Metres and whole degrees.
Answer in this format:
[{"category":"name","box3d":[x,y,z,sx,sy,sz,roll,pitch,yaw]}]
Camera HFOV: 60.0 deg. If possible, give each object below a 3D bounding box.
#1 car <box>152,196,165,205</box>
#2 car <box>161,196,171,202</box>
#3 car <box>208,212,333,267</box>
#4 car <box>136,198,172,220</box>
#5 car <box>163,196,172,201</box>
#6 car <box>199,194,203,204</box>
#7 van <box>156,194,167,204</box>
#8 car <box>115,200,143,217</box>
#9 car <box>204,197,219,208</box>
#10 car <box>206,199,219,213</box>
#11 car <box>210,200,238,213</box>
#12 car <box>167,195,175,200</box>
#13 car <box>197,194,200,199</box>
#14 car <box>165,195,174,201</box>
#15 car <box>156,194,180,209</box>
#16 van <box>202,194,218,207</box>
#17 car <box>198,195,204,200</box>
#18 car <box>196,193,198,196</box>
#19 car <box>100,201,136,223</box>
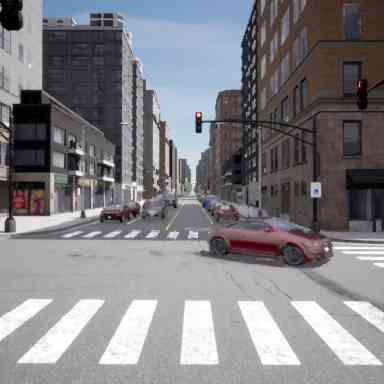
[{"category":"car","box3d":[-5.946,1.461,60.010,1.967,1.590,4.097,1,0,0]},{"category":"car","box3d":[-5.975,1.582,77.029,2.008,1.369,4.403,1,0,0]},{"category":"car","box3d":[2.630,1.599,11.627,4.181,1.385,1.994,0,0,38]},{"category":"car","box3d":[-3.144,1.499,28.539,2.128,1.511,4.902,0,0,0]},{"category":"car","box3d":[-5.985,1.600,82.702,1.947,1.339,4.313,1,0,0]},{"category":"car","box3d":[2.599,1.329,48.672,2.192,1.841,5.009,1,0,0]},{"category":"van","box3d":[-5.955,1.365,65.683,1.690,1.788,3.998,1,0,0]},{"category":"car","box3d":[-5.901,1.552,31.646,1.887,1.381,4.507,1,0,0]},{"category":"car","box3d":[2.615,1.591,37.325,1.802,1.307,4.206,1,0,0]},{"category":"car","box3d":[2.624,1.589,31.651,1.802,1.307,4.206,1,0,0]},{"category":"car","box3d":[2.634,1.588,25.978,1.802,1.307,4.206,1,0,0]},{"category":"car","box3d":[-6.003,1.585,94.048,1.887,1.381,4.507,1,0,0]},{"category":"car","box3d":[2.559,1.593,71.365,1.947,1.339,4.313,1,0,0]},{"category":"car","box3d":[-5.994,1.603,88.375,1.947,1.339,4.313,1,0,0]},{"category":"car","box3d":[-3.175,1.236,45.663,2.150,2.045,5.566,0,0,0]},{"category":"van","box3d":[2.608,1.353,42.999,1.690,1.788,3.998,1,0,0]},{"category":"car","box3d":[2.523,1.565,94.229,1.752,1.417,4.829,1,0,0]},{"category":"car","box3d":[2.543,1.349,82.712,2.192,1.841,5.009,1,0,0]},{"category":"car","box3d":[-5.892,1.550,25.973,1.887,1.381,4.507,1,0,0]}]
